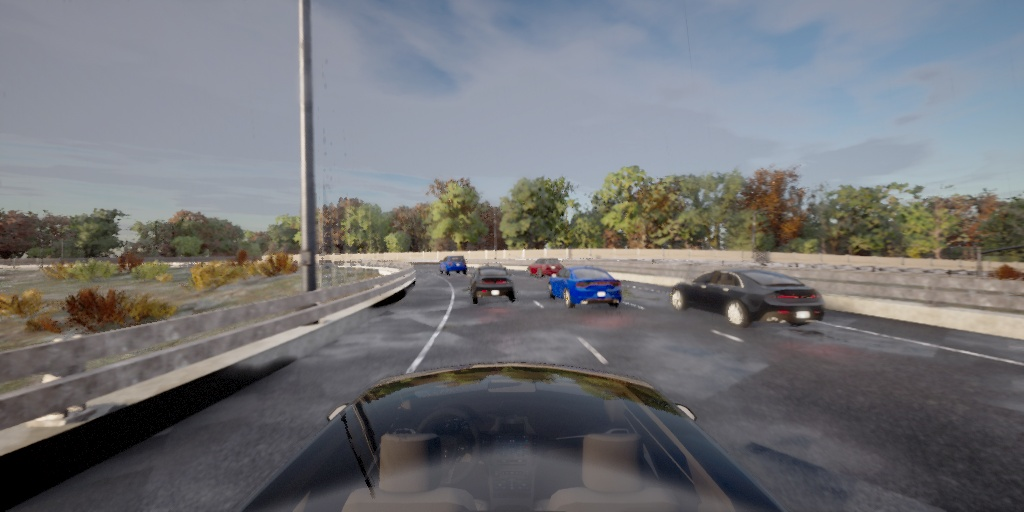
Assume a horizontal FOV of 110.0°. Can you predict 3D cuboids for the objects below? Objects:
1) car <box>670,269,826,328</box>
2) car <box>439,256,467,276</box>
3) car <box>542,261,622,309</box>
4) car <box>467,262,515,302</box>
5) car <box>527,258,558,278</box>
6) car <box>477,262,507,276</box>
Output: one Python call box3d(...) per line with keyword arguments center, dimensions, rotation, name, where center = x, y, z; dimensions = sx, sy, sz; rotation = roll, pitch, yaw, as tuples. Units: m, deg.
box3d(center=(6.661, 1.130, 10.840), dimensions=(1.837, 1.490, 4.892), rotation=(0, 0, -4), name="car")
box3d(center=(-6.321, 0.980, 38.374), dimensions=(2.150, 2.045, 5.566), rotation=(-1, 0, -21), name="car")
box3d(center=(2.793, 1.152, 14.736), dimensions=(1.882, 1.535, 5.008), rotation=(-1, 0, -6), name="car")
box3d(center=(-1.013, 1.234, 16.861), dimensions=(1.837, 1.490, 4.892), rotation=(0, 0, -8), name="car")
box3d(center=(2.900, 0.983, 32.095), dimensions=(2.097, 1.767, 4.553), rotation=(-1, 0, -15), name="car")
box3d(center=(-2.116, 1.298, 36.859), dimensions=(1.895, 1.301, 4.718), rotation=(-1, 0, -19), name="car")
